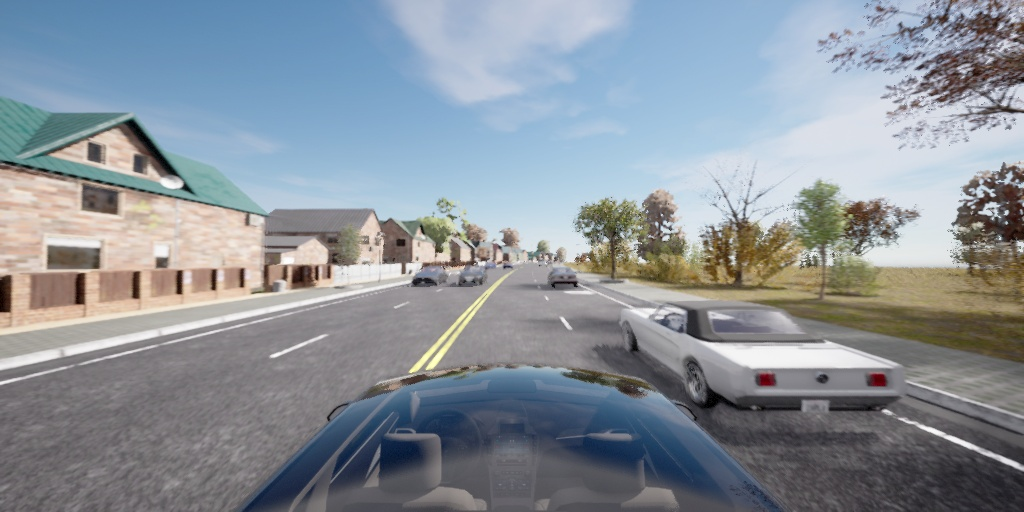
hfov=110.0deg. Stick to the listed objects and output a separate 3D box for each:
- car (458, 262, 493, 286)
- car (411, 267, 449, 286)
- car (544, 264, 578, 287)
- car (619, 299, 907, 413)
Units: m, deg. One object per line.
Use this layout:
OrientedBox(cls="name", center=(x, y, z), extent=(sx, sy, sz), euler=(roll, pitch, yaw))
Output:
OrientedBox(cls="car", center=(-2.960, 1.480, 27.843), extent=(2.128, 1.511, 4.902), euler=(0, -1, 2))
OrientedBox(cls="car", center=(-6.220, 1.534, 27.954), extent=(2.033, 1.411, 5.357), euler=(0, -1, 2))
OrientedBox(cls="car", center=(3.697, 1.530, 26.697), extent=(2.033, 1.411, 5.357), euler=(0, 0, 2))
OrientedBox(cls="car", center=(3.369, 1.396, 6.186), extent=(1.895, 1.301, 4.718), euler=(0, -1, 0))
